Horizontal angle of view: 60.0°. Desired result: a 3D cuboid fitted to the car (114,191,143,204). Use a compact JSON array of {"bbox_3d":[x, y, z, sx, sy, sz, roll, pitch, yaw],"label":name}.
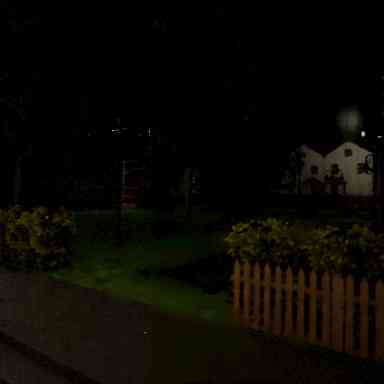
[{"bbox_3d":[-10.391,0.864,55.778,2.150,2.045,5.566,1,0,37],"label":"car"}]
